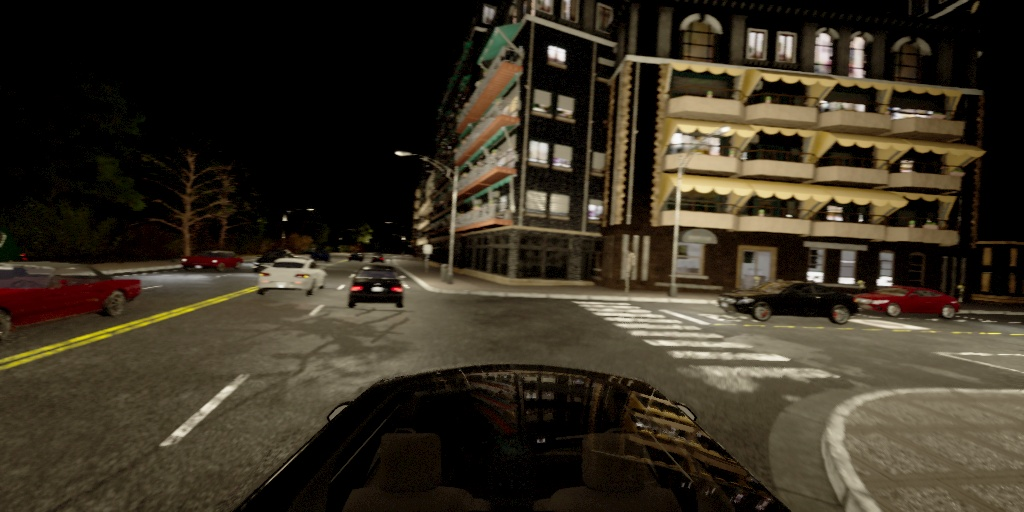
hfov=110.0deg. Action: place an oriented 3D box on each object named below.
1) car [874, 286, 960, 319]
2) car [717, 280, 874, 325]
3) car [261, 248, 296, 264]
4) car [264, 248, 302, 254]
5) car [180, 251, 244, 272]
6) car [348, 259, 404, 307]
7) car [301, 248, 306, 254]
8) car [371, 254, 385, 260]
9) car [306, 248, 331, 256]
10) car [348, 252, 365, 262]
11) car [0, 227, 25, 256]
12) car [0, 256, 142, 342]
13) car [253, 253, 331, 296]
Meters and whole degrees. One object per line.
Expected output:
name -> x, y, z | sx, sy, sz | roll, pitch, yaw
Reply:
car -> 17.816, 2.032, 16.370 | 4.207, 1.307, 1.802 | 0, 0, -3
car -> 10.161, 1.629, 13.326 | 4.674, 1.442, 1.812 | 2, 0, -3
car -> -25.118, -0.058, 38.769 | 2.128, 1.511, 4.902 | 4, 0, -20
car -> -16.555, 0.391, 25.272 | 1.837, 1.490, 4.892 | 4, 0, -21
car -> -19.280, 0.308, 23.279 | 1.895, 1.301, 4.718 | 4, 0, -21
car -> -5.145, 1.060, 13.764 | 2.033, 1.411, 5.357 | 4, 0, -20
car -> -30.356, -0.569, 53.407 | 1.895, 1.301, 4.718 | 4, 0, -20
car -> -20.508, 0.382, 54.964 | 2.033, 1.411, 5.357 | 4, 0, -19
car -> -23.868, 0.043, 44.852 | 1.882, 1.535, 5.008 | 4, -1, -20
car -> -23.839, 0.191, 54.739 | 1.994, 1.385, 4.181 | 4, -1, -20
car -> -13.301, 0.189, 7.171 | 2.150, 2.045, 5.566 | 4, 0, -20
car -> -9.812, 0.782, 6.996 | 1.895, 1.301, 4.718 | 4, 0, -20
car -> -9.064, 0.804, 15.044 | 1.812, 1.442, 4.674 | 4, 0, -20
